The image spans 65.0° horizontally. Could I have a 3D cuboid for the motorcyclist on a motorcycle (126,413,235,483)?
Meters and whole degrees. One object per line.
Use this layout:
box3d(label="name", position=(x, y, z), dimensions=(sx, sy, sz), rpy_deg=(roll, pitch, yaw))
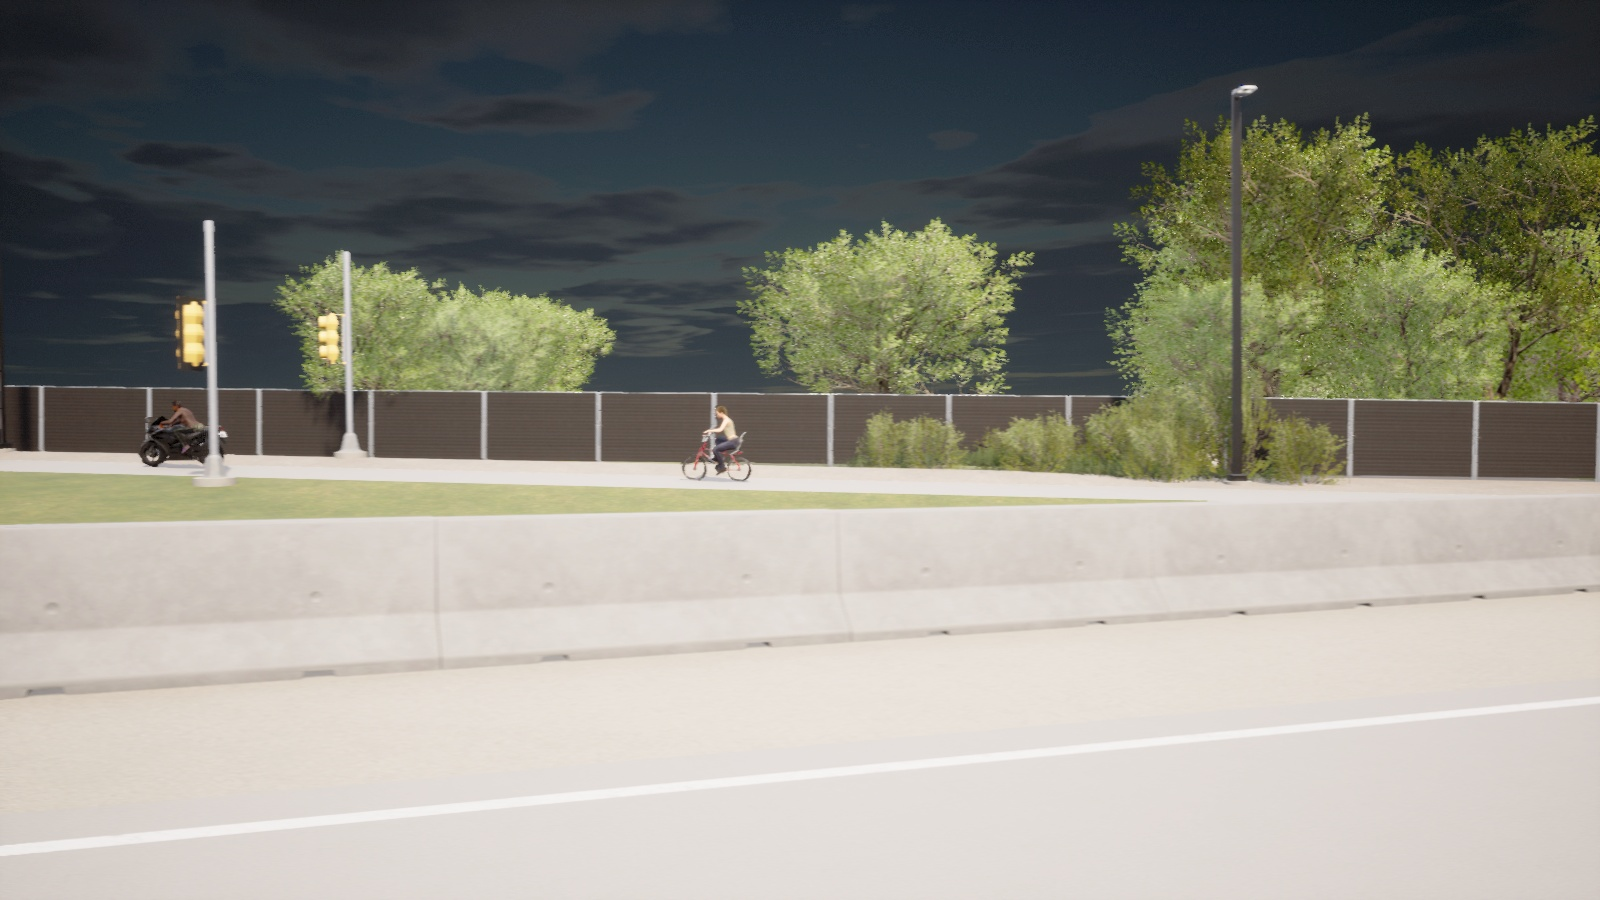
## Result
box3d(label="motorcyclist on a motorcycle", position=(-13.810, -0.051, 28.033), dimensions=(2.044, 1.523, 0.797), rpy_deg=(0, 2, 6))

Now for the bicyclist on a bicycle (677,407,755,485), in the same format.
box3d(label="bicyclist on a bicycle", position=(-1.770, -0.092, 26.733), dimensions=(1.509, 1.612, 0.866), rpy_deg=(0, 2, 6))
